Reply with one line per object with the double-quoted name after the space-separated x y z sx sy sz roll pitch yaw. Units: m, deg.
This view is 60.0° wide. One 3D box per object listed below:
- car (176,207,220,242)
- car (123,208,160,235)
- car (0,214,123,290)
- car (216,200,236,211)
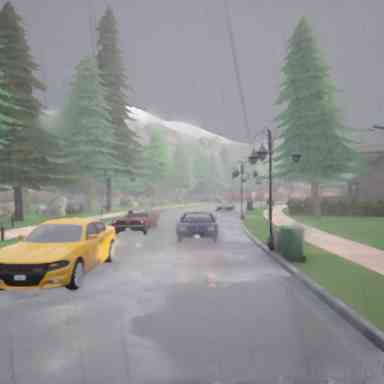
0.322 1.639 16.666 1.895 1.301 4.718 0 0 2 "car"
-3.160 1.642 19.381 1.895 1.301 4.718 0 0 4 "car"
-3.511 1.496 9.343 1.882 1.535 5.008 0 0 1 "car"
4.387 1.701 41.903 1.895 1.301 4.718 0 0 15 "car"
